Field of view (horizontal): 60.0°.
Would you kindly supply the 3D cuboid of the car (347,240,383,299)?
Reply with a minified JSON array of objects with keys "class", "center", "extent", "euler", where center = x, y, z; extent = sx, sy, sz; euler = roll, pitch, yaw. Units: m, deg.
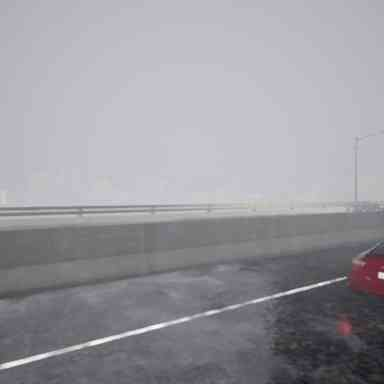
[{"class":"car","center":[5.434,1.628,7.610],"extent":[4.181,1.385,1.994],"euler":[0,0,-35]}]

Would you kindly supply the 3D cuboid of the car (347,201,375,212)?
[{"class":"car","center":[20.289,1.796,39.363],"extent":[4.902,1.511,2.128],"euler":[1,0,-34]}]

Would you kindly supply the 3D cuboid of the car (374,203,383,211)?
[{"class":"car","center":[22.409,1.870,36.571],"extent":[4.181,1.385,1.994],"euler":[1,0,-34]}]
